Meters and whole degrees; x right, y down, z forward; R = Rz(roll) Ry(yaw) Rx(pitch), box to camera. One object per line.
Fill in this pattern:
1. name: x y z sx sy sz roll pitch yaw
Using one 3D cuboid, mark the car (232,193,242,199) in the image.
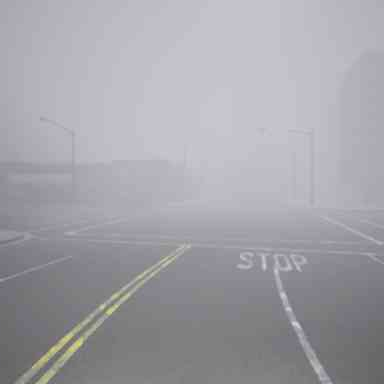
1. car: 9.809 0.836 72.438 1.994 1.385 4.181 0 1 11
